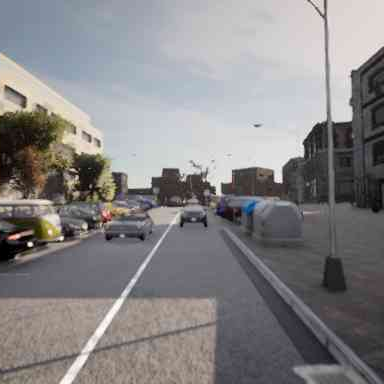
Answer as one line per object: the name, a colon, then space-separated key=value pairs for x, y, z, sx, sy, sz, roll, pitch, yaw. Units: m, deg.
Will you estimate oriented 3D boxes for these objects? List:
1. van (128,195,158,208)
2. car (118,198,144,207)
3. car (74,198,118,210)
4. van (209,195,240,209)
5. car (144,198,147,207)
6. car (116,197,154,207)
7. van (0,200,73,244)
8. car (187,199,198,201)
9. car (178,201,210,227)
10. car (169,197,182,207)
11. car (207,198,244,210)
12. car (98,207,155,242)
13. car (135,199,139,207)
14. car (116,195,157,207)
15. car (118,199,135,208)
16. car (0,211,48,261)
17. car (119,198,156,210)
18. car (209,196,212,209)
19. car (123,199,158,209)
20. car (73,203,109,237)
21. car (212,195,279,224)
van: x=-7.748 y=1.545 z=52.653 sx=4.442 sy=1.987 sz=1.878 roll=0 pitch=-1 yaw=0
car: x=-7.823 y=1.618 z=33.122 sx=5.366 sy=1.575 sz=1.946 roll=0 pitch=0 yaw=0
car: x=-7.610 y=1.448 z=21.946 sx=4.553 sy=1.767 sz=2.185 roll=0 pitch=0 yaw=0
van: x=4.815 y=1.495 z=50.123 sx=4.442 sy=1.987 sz=1.878 roll=0 pitch=-1 yaw=0
car: x=-7.666 y=1.663 z=35.915 sx=4.792 sy=1.488 sz=2.163 roll=0 pitch=0 yaw=0
car: x=-7.606 y=1.686 z=41.503 sx=4.792 sy=1.488 sz=2.163 roll=0 pitch=0 yaw=0
van: x=-7.528 y=1.313 z=13.567 sx=4.442 sy=1.987 sz=1.878 roll=0 pitch=0 yaw=0
car: x=0.115 y=1.652 z=41.110 sx=1.882 sy=1.535 sz=5.008 roll=0 pitch=0 yaw=0
car: x=0.109 y=1.628 z=23.861 sx=1.812 sy=1.442 sz=4.674 roll=0 pitch=0 yaw=0
car: x=-2.978 y=1.876 z=60.747 sx=2.150 sy=2.045 sz=5.566 roll=0 pitch=-2 yaw=0
car: x=4.702 y=1.686 z=47.345 sx=5.008 sy=1.535 sz=2.097 roll=0 pitch=-1 yaw=0
car: x=-3.093 y=1.674 z=17.070 sx=1.895 sy=1.301 sz=4.718 roll=0 pitch=0 yaw=0
car: x=-7.667 y=1.639 z=30.327 sx=4.792 sy=1.488 sz=2.163 roll=0 pitch=0 yaw=0
car: x=-7.606 y=1.417 z=44.297 sx=5.566 sy=2.045 sz=2.435 roll=0 pitch=0 yaw=0
car: x=-7.825 y=1.595 z=27.535 sx=5.366 sy=1.575 sz=1.946 roll=0 pitch=0 yaw=0
car: x=-7.641 y=1.526 z=10.648 sx=5.008 sy=1.535 sz=2.097 roll=0 pitch=0 yaw=0
car: x=-7.632 y=1.684 z=47.031 sx=5.008 sy=1.535 sz=2.097 roll=0 pitch=0 yaw=0
car: x=4.665 y=1.544 z=44.556 sx=4.553 sy=1.767 sz=2.185 roll=0 pitch=0 yaw=0
car: x=-7.661 y=1.746 z=49.862 sx=4.792 sy=1.488 sz=2.163 roll=0 pitch=-1 yaw=0
car: x=-7.637 y=1.563 z=19.154 sx=4.892 sy=1.521 sz=2.231 roll=0 pitch=0 yaw=0
car: x=4.719 y=1.347 z=27.808 sx=5.566 sy=2.045 sz=2.435 roll=0 pitch=0 yaw=0
